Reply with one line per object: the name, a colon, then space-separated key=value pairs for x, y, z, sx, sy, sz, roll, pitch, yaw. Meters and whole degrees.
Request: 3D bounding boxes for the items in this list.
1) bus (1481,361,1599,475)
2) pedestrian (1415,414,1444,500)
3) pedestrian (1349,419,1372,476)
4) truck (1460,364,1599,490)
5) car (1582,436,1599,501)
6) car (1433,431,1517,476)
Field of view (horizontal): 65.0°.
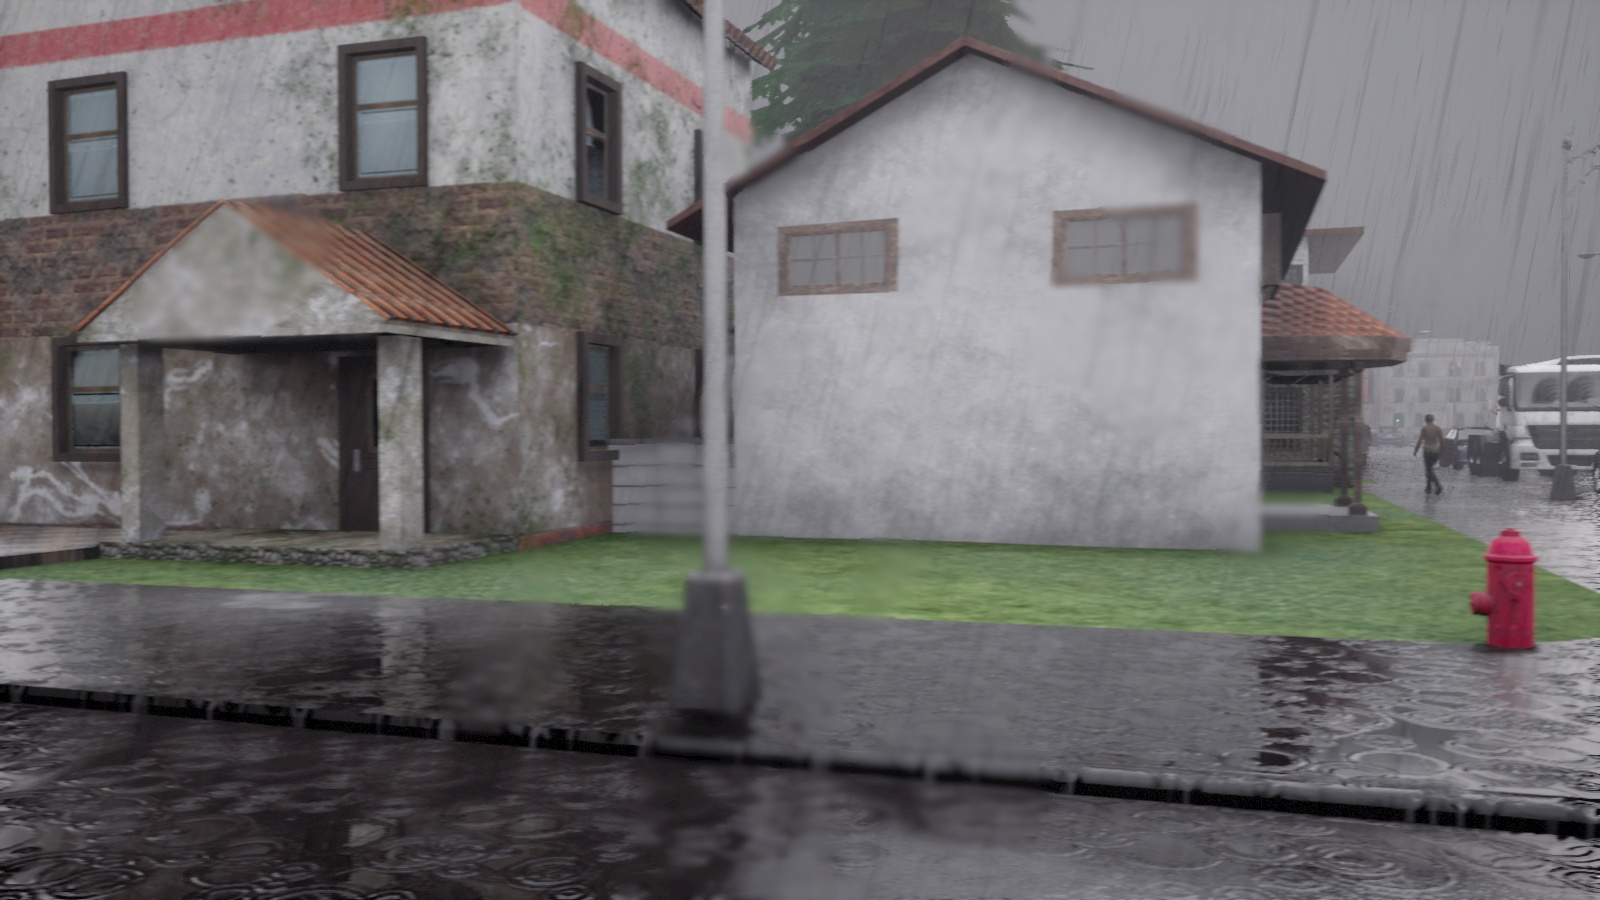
bus: x=31.204 y=-1.259 z=51.560 sx=3.944 sy=4.253 sz=10.273 roll=1 pitch=1 yaw=19
pedestrian: x=13.818 y=0.147 z=27.569 sx=0.331 sy=1.846 sz=0.634 roll=0 pitch=1 yaw=2
pedestrian: x=19.301 y=-0.083 z=43.235 sx=0.659 sy=1.952 sz=0.873 roll=1 pitch=1 yaw=21
truck: x=22.643 y=-0.689 z=38.622 sx=2.891 sy=3.462 sz=7.936 roll=1 pitch=1 yaw=19
car: x=18.962 y=0.459 z=27.670 sx=1.837 sy=1.490 sz=4.892 roll=1 pitch=1 yaw=19
car: x=25.857 y=0.081 z=48.249 sx=2.033 sy=1.649 sz=4.856 roll=1 pitch=1 yaw=19
